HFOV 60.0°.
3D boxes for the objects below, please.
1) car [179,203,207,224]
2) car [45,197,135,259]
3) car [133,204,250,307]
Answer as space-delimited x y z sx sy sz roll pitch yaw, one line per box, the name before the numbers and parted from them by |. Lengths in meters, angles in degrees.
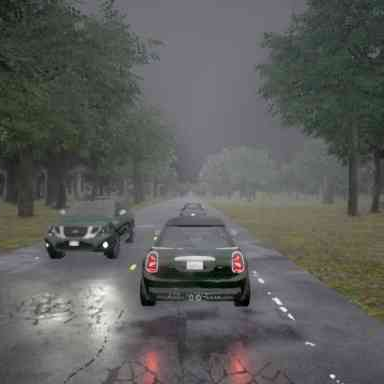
car | 0.071 1.566 25.441 1.994 1.385 4.181 0 0 0
car | -3.615 1.221 12.947 2.150 2.045 5.566 0 0 0
car | 0.088 1.352 8.158 2.097 1.767 4.553 0 0 1
